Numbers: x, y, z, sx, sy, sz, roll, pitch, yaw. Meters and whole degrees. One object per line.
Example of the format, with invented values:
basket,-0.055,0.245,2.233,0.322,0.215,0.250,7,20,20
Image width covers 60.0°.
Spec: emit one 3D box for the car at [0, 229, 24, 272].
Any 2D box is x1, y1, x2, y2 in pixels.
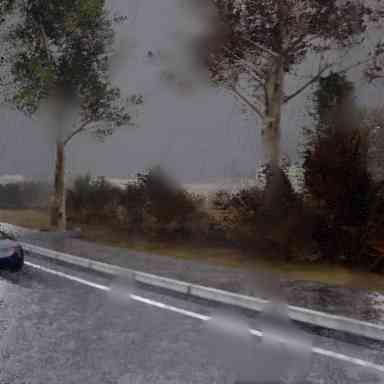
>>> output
car,-6.582,1.517,9.603,4.181,1.385,1.994,0,0,41
